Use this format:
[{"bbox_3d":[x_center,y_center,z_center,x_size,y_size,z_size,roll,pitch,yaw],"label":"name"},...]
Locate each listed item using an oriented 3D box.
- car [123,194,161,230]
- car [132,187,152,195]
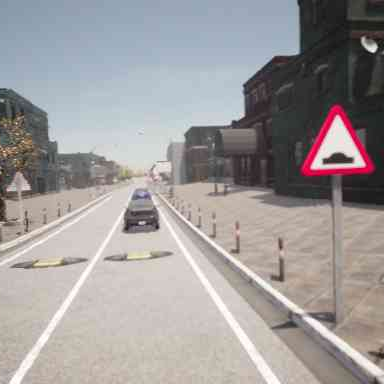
[{"bbox_3d":[-2.836,1.189,18.867,1.837,1.490,4.892,-3,3,-8],"label":"car"},{"bbox_3d":[-5.456,0.268,36.230,2.097,1.767,4.553,-3,3,-8],"label":"car"}]
